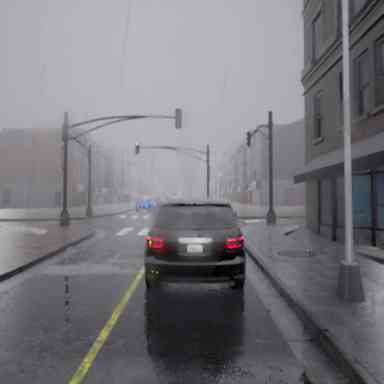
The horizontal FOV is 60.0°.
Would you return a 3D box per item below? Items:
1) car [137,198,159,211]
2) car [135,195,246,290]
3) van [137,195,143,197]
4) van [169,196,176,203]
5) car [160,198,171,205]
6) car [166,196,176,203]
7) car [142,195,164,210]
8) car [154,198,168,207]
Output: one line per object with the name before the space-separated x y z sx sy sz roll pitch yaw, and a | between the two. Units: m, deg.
car | -5.225 1.513 40.090 2.008 1.369 4.403 2 -1 0
car | 0.085 1.119 8.985 2.150 2.045 5.566 0 1 1
van | -5.226 1.271 36.771 1.690 1.788 3.998 2 -1 0
van | -5.124 1.886 87.397 1.690 1.788 3.998 1 -1 0
car | -5.172 1.830 66.234 1.802 1.307 4.206 2 -1 0
car | -5.136 1.905 82.106 1.967 1.590 4.097 1 -1 0
car | -5.207 1.325 45.077 2.192 1.841 5.009 2 -1 0
car | -5.193 1.667 55.654 1.887 1.381 4.507 2 -1 0
